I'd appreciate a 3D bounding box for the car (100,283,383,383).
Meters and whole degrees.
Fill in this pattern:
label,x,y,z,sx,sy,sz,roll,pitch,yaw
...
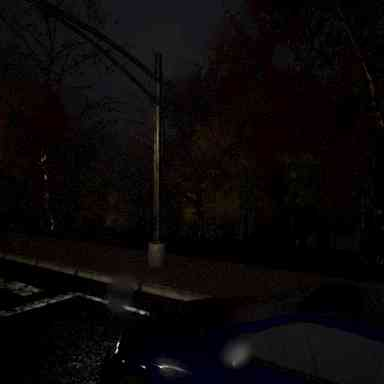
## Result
label,x,y,z,sx,sy,sz,roll,pitch,yaw
car,1.127,1.564,2.879,4.181,1.385,1.994,0,0,35
